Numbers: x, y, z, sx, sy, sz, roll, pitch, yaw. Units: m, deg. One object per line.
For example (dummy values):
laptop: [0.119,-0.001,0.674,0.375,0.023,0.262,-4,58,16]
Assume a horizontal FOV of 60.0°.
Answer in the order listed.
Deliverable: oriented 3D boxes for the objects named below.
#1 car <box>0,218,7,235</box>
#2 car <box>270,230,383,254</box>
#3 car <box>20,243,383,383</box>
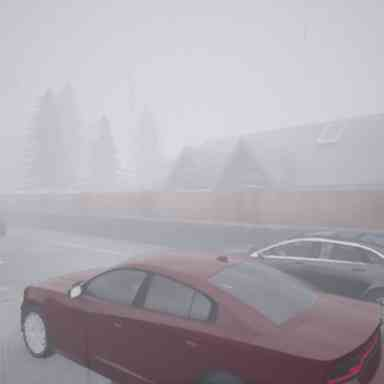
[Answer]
car: [-12.279,1.776,19.159,4.181,1.385,1.994,-1,-1,44]
car: [2.456,1.532,6.648,4.902,1.511,2.128,-1,-1,36]
car: [-0.310,1.513,4.338,5.008,1.535,1.882,-1,-1,36]
